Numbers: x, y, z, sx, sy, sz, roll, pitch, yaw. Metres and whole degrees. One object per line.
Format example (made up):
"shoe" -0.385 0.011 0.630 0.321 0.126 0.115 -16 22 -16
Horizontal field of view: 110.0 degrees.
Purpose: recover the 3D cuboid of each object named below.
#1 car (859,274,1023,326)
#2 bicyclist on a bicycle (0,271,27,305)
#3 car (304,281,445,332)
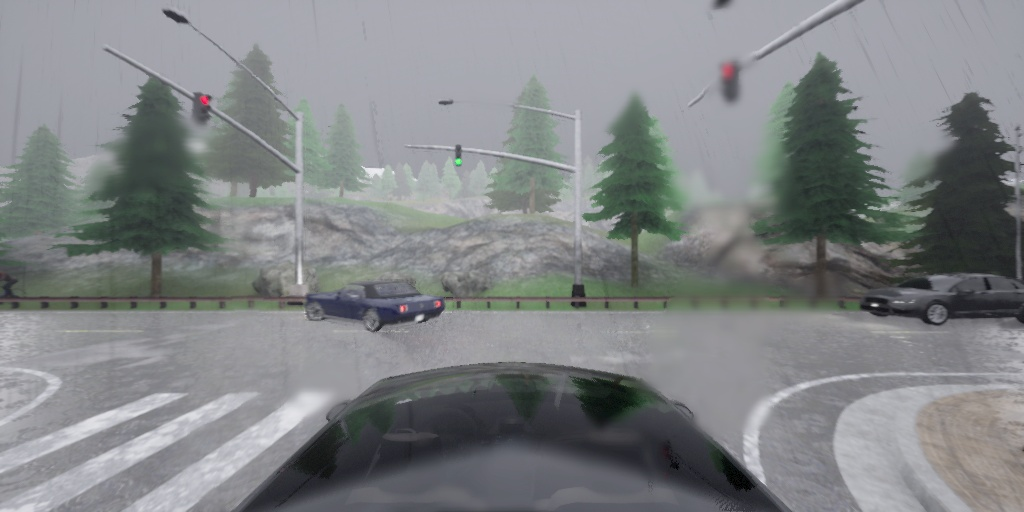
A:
"car" 14.046 1.326 11.476 4.892 1.490 1.837 0 0 0
"bicyclist on a bicycle" -21.648 1.301 15.164 0.582 1.620 1.656 0 0 0
"car" -4.401 1.419 11.093 4.718 1.301 1.895 0 -1 34
